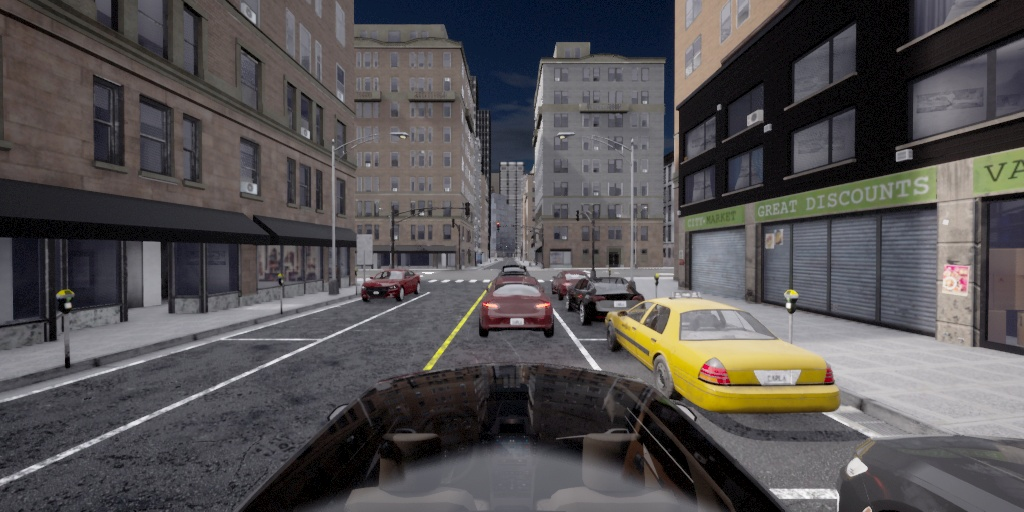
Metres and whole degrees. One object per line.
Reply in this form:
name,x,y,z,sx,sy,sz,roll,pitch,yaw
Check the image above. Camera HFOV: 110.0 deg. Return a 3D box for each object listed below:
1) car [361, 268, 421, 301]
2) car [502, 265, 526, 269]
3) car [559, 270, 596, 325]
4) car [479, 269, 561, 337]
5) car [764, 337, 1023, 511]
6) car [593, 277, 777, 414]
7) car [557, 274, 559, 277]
car,-5.656,1.290,17.195,1.888,1.381,4.507,0,0,0
car,0.116,1.248,20.446,1.837,1.490,4.892,0,0,0
car,2.884,1.313,11.603,1.948,1.339,4.313,0,0,0
car,0.102,1.273,10.167,1.812,1.442,4.674,0,0,0
car,2.872,1.301,0.431,2.007,1.370,4.403,0,0,0
car,2.878,1.274,6.187,1.751,1.417,4.829,0,0,0
car,2.889,1.327,17.189,1.802,1.307,4.207,0,0,0
